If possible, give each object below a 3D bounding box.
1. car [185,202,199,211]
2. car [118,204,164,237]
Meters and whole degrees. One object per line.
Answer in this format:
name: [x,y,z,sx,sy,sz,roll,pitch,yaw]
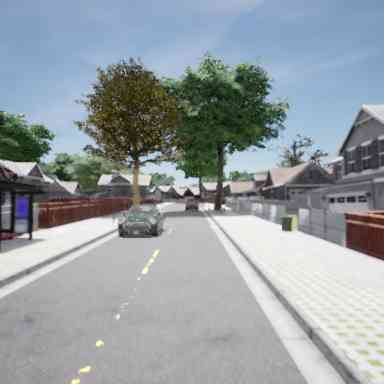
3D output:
car: [0.022,2.039,47.983,1.895,1.301,4.718,0,-1,0]
car: [-2.794,1.490,19.010,2.097,1.767,4.553,0,0,0]
